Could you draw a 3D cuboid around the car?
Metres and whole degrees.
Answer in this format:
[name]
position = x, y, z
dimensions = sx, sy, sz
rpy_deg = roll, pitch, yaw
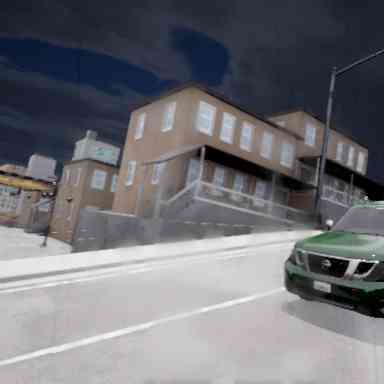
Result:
[car]
position = 4.430, 1.197, 7.113
dimensions = 5.566, 2.045, 2.150
rpy_deg = -1, 0, -35
